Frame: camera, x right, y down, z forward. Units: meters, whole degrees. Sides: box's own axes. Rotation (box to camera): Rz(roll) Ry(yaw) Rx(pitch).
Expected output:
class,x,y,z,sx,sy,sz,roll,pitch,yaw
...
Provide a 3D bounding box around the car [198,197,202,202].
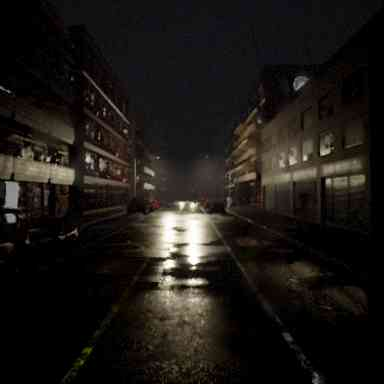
class,x,y,z,sx,sy,sz,roll,pitch,yaw
car,2.682,1.888,69.786,2.008,1.369,4.403,0,0,0

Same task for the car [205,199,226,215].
class,x,y,z,sx,sy,sz,roll,pitch,yaw
car,2.687,1.702,36.140,1.752,1.417,4.829,0,0,0

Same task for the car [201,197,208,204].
class,x,y,z,sx,sy,sz,roll,pitch,yaw
car,2.685,1.775,47.242,1.887,1.381,4.507,0,0,0

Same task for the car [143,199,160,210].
class,x,y,z,sx,sy,sz,roll,pitch,yaw
car,-5.695,1.778,47.245,1.887,1.381,4.507,0,0,0

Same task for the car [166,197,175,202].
class,x,y,z,sx,sy,sz,roll,pitch,yaw
car,-5.701,1.970,86.697,2.008,1.369,4.403,0,0,0

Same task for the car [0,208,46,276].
class,x,y,z,sx,sy,sz,roll,pitch,yaw
car,-5.689,1.356,7.792,2.192,1.841,5.009,0,0,0

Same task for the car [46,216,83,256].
class,x,y,z,sx,sy,sz,roll,pitch,yaw
car,-5.691,1.651,13.427,1.802,1.307,4.206,0,0,0

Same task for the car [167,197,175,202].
class,x,y,z,sx,sy,sz,roll,pitch,yaw
car,-5.702,1.996,92.334,2.008,1.369,4.403,0,0,0

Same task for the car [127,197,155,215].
class,x,y,z,sx,sy,sz,roll,pitch,yaw
car,-5.693,1.494,35.974,2.192,1.841,5.009,0,0,0

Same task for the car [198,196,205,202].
class,x,y,z,sx,sy,sz,roll,pitch,yaw
car,2.679,1.968,92.501,1.752,1.417,4.829,0,0,0

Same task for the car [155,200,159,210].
class,x,y,z,sx,sy,sz,roll,pitch,yaw
car,-5.695,1.646,41.609,1.967,1.590,4.097,0,0,0
